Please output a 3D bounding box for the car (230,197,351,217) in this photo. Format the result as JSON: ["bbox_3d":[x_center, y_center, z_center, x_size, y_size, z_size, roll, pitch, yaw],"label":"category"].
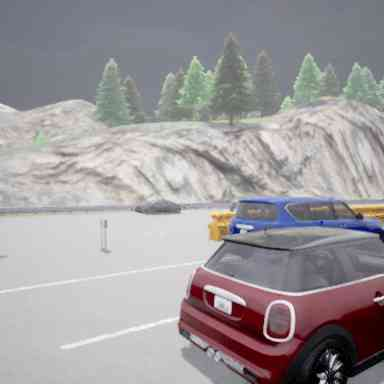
[{"bbox_3d":[3.662,1.159,10.254,5.566,2.045,2.150,0,0,-32],"label":"car"}]

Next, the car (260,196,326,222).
[{"bbox_3d":[7.590,1.202,24.924,4.553,1.767,2.097,0,0,-29],"label":"car"}]

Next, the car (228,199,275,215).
[{"bbox_3d":[5.704,1.376,31.860,4.181,1.385,1.994,0,0,-29],"label":"car"}]

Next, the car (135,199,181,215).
[{"bbox_3d":[-3.120,1.388,30.906,4.181,1.385,1.994,0,0,-30],"label":"car"}]

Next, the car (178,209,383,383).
[{"bbox_3d":[2.115,1.320,5.067,4.553,1.767,2.097,0,0,-34],"label":"car"}]
